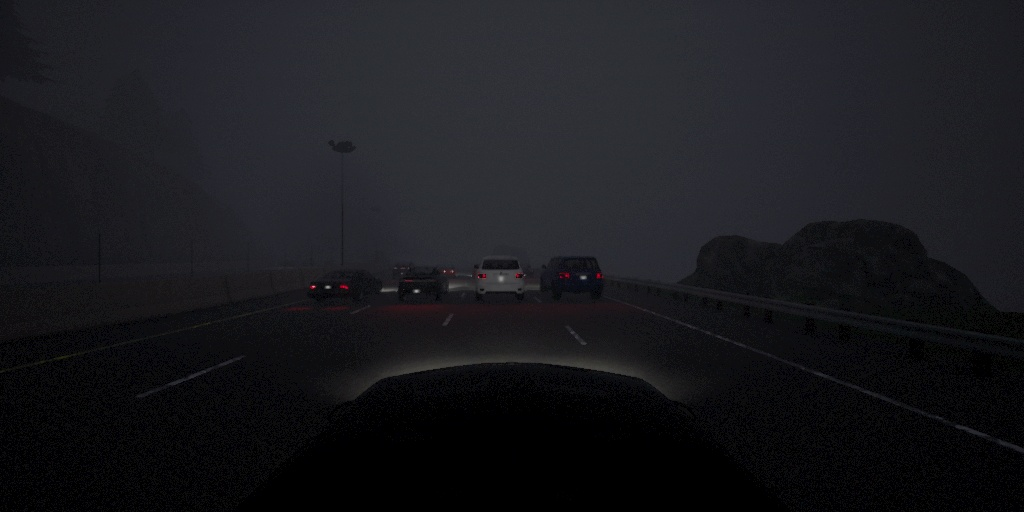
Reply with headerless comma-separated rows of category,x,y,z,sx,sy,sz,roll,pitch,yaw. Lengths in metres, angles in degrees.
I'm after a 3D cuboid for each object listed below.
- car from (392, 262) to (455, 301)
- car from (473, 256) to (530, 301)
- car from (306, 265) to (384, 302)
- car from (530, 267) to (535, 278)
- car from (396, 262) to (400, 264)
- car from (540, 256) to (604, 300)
car,-4.162,1.245,17.283,2.128,1.511,4.902,0,0,-5
car,-0.677,1.008,17.606,2.150,2.045,5.566,0,0,-5
car,-7.650,1.313,16.990,2.033,1.411,5.357,0,0,-5
car,0.766,1.367,34.080,1.895,1.301,4.718,0,0,-10
car,-9.582,1.245,32.302,2.128,1.511,4.902,0,0,-10
car,2.811,1.008,17.899,2.150,2.045,5.566,0,0,-5
